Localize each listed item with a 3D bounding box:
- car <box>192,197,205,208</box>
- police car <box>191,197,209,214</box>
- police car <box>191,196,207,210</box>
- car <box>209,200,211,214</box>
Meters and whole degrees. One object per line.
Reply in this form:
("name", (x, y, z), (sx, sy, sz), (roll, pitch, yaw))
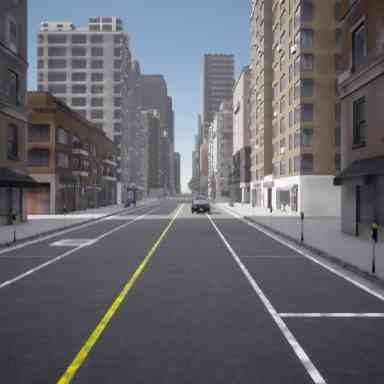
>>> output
("car", (0.900, 1.566, 50.525), (1.837, 1.490, 4.892), (0, 0, 0))
("police car", (0.900, 1.436, 34.635), (1.930, 1.638, 5.238), (0, 0, 0))
("police car", (0.900, 1.444, 44.635), (1.930, 1.638, 5.238), (0, 0, 0))
("car", (2.858, 1.556, 30.648), (1.947, 1.339, 4.313), (0, 0, 0))
